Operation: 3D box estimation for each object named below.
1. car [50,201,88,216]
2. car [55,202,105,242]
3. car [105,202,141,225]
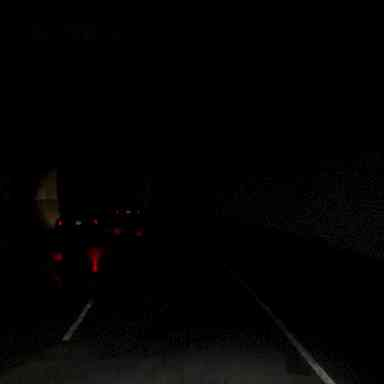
[{"bbox_3d":[-14.214,1.854,38.358,5.357,1.411,2.033,0,-1,44],"label":"car"},{"bbox_3d":[-5.784,1.490,17.423,2.097,1.767,4.553,0,0,-14],"label":"car"},{"bbox_3d":[-5.602,1.554,26.454,2.097,1.767,4.553,0,-1,-25],"label":"car"}]
